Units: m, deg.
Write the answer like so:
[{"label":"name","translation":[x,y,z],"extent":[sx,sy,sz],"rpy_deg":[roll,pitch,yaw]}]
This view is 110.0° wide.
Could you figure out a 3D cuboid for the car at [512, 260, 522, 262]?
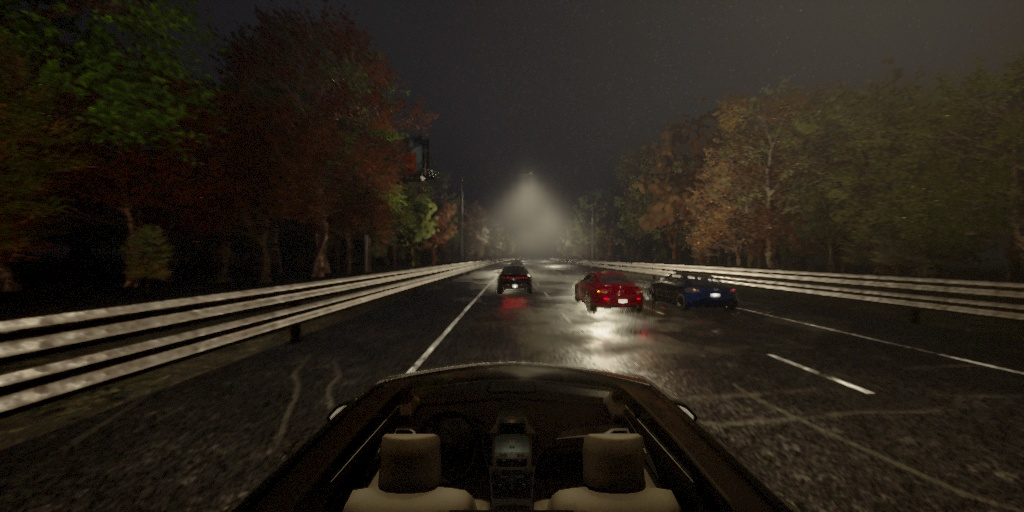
[{"label":"car","translation":[0.760,1.352,55.334],"extent":[1.837,1.490,4.892],"rpy_deg":[0,0,1]}]

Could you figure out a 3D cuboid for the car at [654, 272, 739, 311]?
[{"label":"car","translation":[7.133,1.345,14.552],"extent":[1.994,1.385,4.181],"rpy_deg":[0,0,0]}]

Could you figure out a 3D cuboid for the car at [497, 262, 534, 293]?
[{"label":"car","translation":[0.178,1.291,20.948],"extent":[1.837,1.490,4.892],"rpy_deg":[0,0,1]}]

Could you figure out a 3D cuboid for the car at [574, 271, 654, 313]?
[{"label":"car","translation":[3.626,1.302,13.964],"extent":[1.812,1.442,4.674],"rpy_deg":[0,0,0]}]
